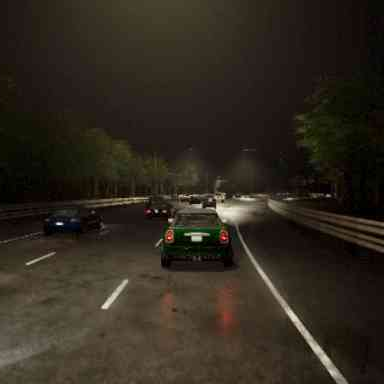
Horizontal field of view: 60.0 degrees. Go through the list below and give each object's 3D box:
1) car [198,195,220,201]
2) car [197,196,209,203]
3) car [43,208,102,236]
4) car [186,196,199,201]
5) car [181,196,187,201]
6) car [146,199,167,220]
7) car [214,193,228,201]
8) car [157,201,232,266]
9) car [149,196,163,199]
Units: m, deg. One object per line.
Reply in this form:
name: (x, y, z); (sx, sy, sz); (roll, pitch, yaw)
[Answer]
car: (2.392, 1.546, 44.720); (2.033, 1.411, 5.357); (0, 0, 6)
car: (2.295, 1.485, 70.500); (1.994, 1.385, 4.181); (0, 0, 10)
car: (-6.485, 1.554, 18.549); (1.994, 1.385, 4.181); (0, 0, 3)
car: (0.759, 1.533, 59.512); (1.994, 1.385, 4.181); (0, 0, 8)
car: (-1.019, 1.521, 71.983); (1.895, 1.301, 4.718); (0, 0, 10)
car: (-2.534, 1.547, 28.193); (2.033, 1.411, 5.357); (0, 0, 5)
car: (5.757, 1.161, 70.004); (2.150, 2.045, 5.566); (0, 0, 10)
car: (0.199, 1.353, 11.664); (2.097, 1.767, 4.553); (0, 0, 2)
car: (-4.619, 1.337, 44.125); (2.097, 1.767, 4.553); (1, 0, 6)
